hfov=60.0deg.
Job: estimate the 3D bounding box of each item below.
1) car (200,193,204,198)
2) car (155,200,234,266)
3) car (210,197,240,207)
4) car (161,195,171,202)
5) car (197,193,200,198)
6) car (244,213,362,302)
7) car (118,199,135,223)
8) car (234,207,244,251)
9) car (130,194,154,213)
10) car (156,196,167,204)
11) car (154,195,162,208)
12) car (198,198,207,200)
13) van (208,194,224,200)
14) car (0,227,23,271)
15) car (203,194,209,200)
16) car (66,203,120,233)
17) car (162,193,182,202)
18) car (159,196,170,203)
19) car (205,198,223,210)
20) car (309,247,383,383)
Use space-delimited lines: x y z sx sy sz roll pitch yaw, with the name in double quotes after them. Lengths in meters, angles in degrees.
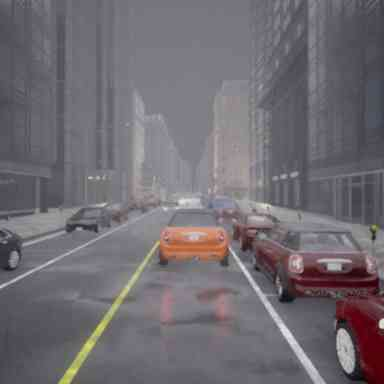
2.686 1.382 53.184 1.967 1.590 4.097 1 0 0 "car"
0.070 1.336 11.643 2.097 1.767 4.553 0 0 0 "car"
2.681 1.409 25.063 1.967 1.590 4.097 1 0 0 "car"
-5.837 1.449 75.522 1.752 1.417 4.829 1 0 0 "car"
2.689 1.248 64.433 2.192 1.841 5.009 1 0 0 "car"
2.679 1.429 8.190 1.967 1.590 4.097 1 0 0 "car"
-5.845 1.513 25.071 1.887 1.381 4.507 1 0 0 "car"
2.679 1.527 13.814 1.887 1.381 4.507 1 0 0 "car"
-5.841 1.272 36.320 2.192 1.841 5.009 1 0 0 "car"
-5.839 1.458 64.273 1.752 1.417 4.829 1 0 0 "car"
-5.842 1.491 47.569 1.887 1.381 4.507 1 0 0 "car"
0.084 1.491 27.958 1.812 1.442 4.674 0 0 0 "car"
2.683 1.303 30.687 1.690 1.788 3.998 1 0 0 "van"
-5.848 1.540 8.198 2.008 1.369 4.403 1 0 0 "car"
2.684 1.272 36.311 2.192 1.841 5.009 1 0 0 "car"
-5.846 1.541 19.447 1.947 1.339 4.313 1 0 0 "car"
-3.069 1.298 49.762 2.097 1.767 4.553 0 0 0 "car"
-5.838 1.473 70.068 1.887 1.381 4.507 1 0 0 "car"
2.683 1.502 41.936 2.008 1.369 4.403 1 0 0 "car"
2.677 1.541 2.565 1.887 1.381 4.507 1 0 0 "car"
